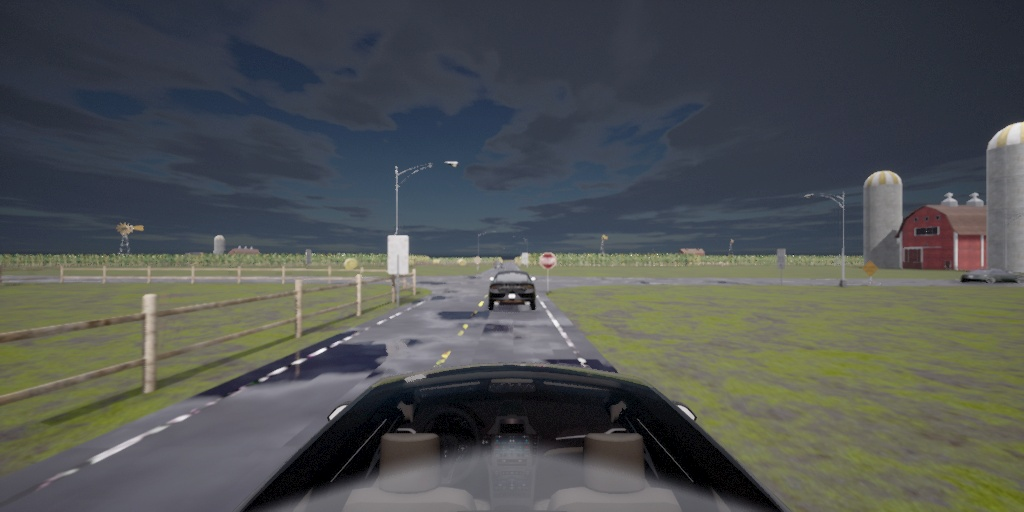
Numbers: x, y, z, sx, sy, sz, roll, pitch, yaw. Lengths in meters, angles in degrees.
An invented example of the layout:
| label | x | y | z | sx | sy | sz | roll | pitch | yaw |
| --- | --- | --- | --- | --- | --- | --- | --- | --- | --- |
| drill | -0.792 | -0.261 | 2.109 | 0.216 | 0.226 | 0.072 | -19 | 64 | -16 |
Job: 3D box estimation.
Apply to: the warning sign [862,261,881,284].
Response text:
| label | x | y | z | sx | sy | sz | roll | pitch | yaw |
| --- | --- | --- | --- | --- | --- | --- | --- | --- | --- |
| warning sign | 29.318 | 1.330 | 29.323 | 1.060 | 1.860 | 1.300 | 0 | 0 | 0 |

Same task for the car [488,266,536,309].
| label | x | y | z | sx | sy | sz | roll | pitch | yaw |
| --- | --- | --- | --- | --- | --- | --- | --- | --- | --- |
| car | 0.026 | 1.368 | 15.775 | 1.882 | 1.535 | 5.008 | 0 | -1 | 1 |

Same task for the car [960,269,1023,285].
| label | x | y | z | sx | sy | sz | roll | pitch | yaw |
| --- | --- | --- | --- | --- | --- | --- | --- | --- | --- |
| car | 44.033 | 1.858 | 32.822 | 4.181 | 1.385 | 1.994 | 0 | 0 | 1 |
